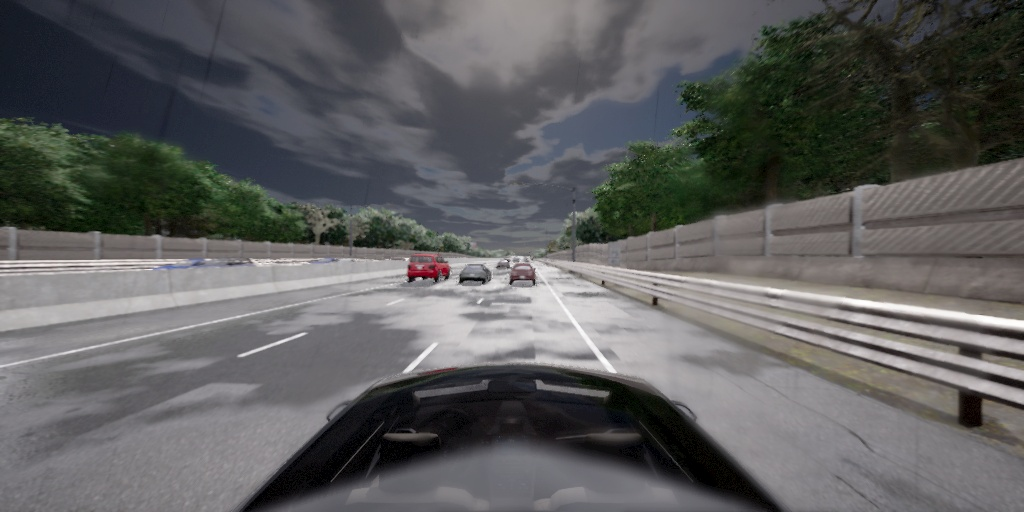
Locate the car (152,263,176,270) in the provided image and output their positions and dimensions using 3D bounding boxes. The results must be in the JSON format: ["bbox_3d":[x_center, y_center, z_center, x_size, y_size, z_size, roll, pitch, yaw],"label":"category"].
[{"bbox_3d":[-23.778,0.977,26.741,1.882,1.535,5.008,1,0,3],"label":"car"}]

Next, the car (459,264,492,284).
[{"bbox_3d":[-2.684,1.284,26.881,1.994,1.385,4.181,1,0,2],"label":"car"}]

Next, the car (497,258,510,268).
[{"bbox_3d":[-1.375,1.279,58.440,2.033,1.411,5.357,1,0,2],"label":"car"}]

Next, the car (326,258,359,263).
[{"bbox_3d":[-19.588,1.068,42.624,1.812,1.442,4.674,1,0,3],"label":"car"}]

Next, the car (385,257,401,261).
[{"bbox_3d":[-18.901,0.758,58.011,1.895,1.301,4.718,1,0,2],"label":"car"}]

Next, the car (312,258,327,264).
[{"bbox_3d":[-22.986,0.984,44.795,1.882,1.535,5.008,1,0,3],"label":"car"}]

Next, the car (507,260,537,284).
[{"bbox_3d":[0.812,1.283,26.717,1.812,1.442,4.674,1,0,2],"label":"car"}]

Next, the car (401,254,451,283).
[{"bbox_3d":[-6.175,0.905,27.077,2.150,2.045,5.566,1,0,2],"label":"car"}]

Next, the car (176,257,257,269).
[{"bbox_3d":[-20.338,0.886,25.317,2.097,1.767,4.553,1,0,3],"label":"car"}]
